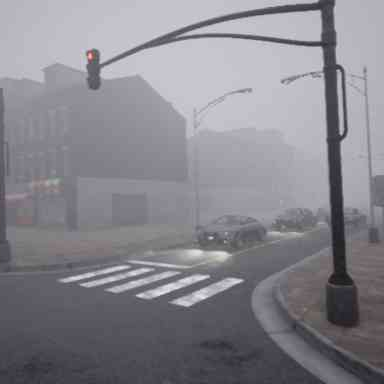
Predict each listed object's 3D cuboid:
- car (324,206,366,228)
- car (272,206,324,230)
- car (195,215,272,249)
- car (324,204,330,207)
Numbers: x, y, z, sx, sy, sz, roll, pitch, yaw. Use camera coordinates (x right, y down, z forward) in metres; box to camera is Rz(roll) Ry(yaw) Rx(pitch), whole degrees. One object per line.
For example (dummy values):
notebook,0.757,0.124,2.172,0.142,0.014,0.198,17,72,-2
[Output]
car,11.062,1.796,23.607,1.895,1.301,4.718,-3,-2,36
car,7.436,1.871,23.649,2.033,1.411,5.357,-3,-2,35
car,1.959,1.831,16.076,1.994,1.385,4.181,-3,-2,36
car,13.486,1.862,31.981,1.882,1.535,5.008,-3,-2,36
